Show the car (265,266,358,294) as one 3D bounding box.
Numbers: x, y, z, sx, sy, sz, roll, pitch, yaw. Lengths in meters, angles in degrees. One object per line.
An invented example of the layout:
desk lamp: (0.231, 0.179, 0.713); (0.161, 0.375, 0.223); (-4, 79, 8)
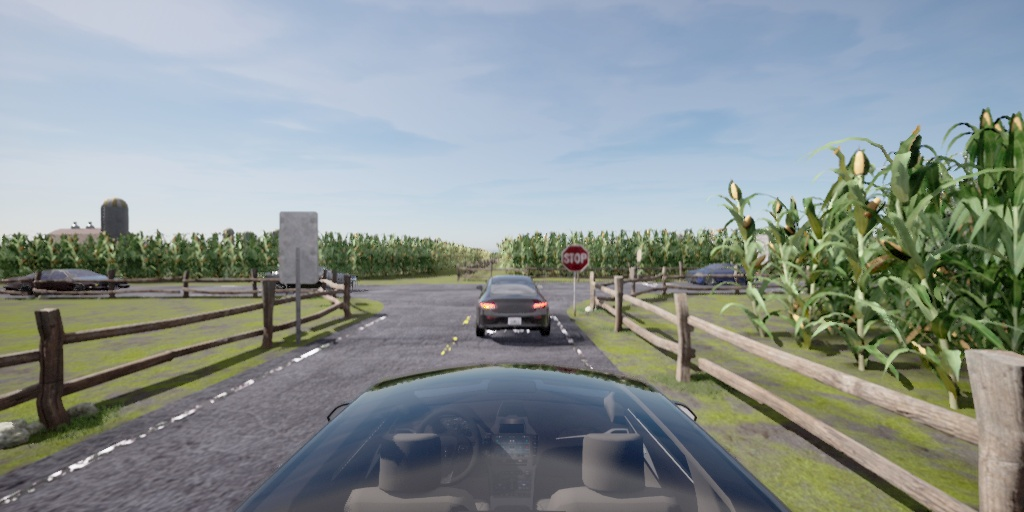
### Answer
car: (-11.406, 1.301, 20.507); (4.902, 1.511, 2.128); (0, 0, 0)

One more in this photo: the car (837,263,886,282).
car: (23.551, 1.047, 23.415); (4.892, 1.490, 1.837); (0, 0, 0)

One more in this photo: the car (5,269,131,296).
car: (-25.325, 1.470, 20.529); (5.357, 1.411, 2.033); (0, 0, 0)

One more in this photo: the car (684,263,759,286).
car: (13.615, 1.171, 23.434); (4.181, 1.385, 1.994); (0, 0, 0)

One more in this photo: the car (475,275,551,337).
car: (-0.045, 1.264, 10.183); (1.812, 1.442, 4.674); (0, 0, -3)
